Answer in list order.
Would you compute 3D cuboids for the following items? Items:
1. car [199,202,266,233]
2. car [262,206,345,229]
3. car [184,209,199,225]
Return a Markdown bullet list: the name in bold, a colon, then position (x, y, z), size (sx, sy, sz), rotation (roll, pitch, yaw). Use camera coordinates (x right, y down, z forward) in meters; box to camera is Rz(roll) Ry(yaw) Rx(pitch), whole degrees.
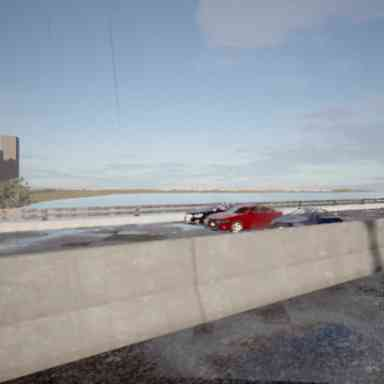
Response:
- **car**: position (3.141, 1.427, 19.080), size (5.008, 1.535, 1.882), rotation (0, 0, -35)
- **car**: position (5.841, 1.510, 16.701), size (4.181, 1.385, 1.994), rotation (0, 0, -35)
- **car**: position (1.755, 1.437, 22.385), size (4.902, 1.511, 2.128), rotation (0, 0, -35)
